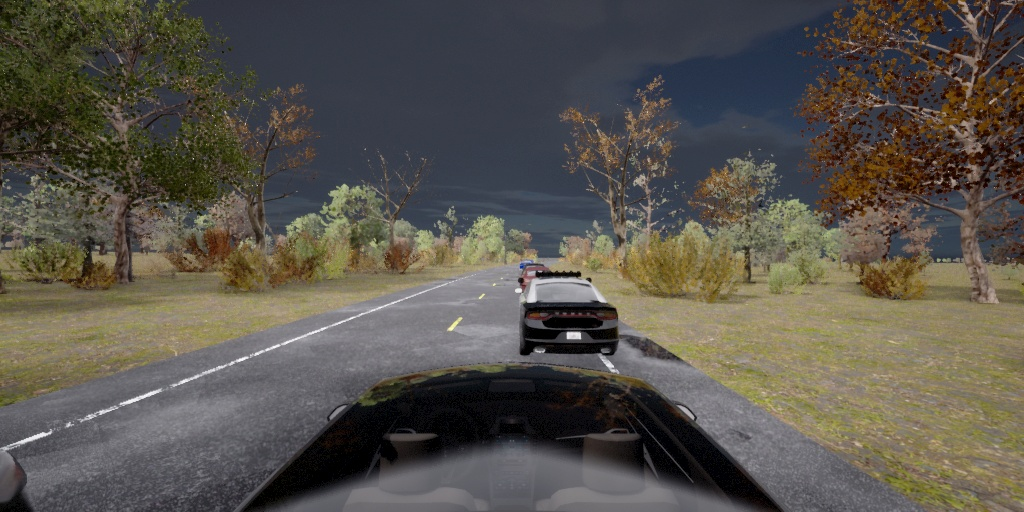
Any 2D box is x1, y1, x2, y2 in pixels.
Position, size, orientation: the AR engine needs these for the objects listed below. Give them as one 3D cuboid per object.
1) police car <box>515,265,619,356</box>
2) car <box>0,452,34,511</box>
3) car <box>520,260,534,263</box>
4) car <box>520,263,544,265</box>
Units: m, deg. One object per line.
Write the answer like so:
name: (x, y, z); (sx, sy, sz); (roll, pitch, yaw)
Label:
police car: (1.107, 1.176, 8.792); (1.930, 1.638, 5.238); (0, 0, 1)
car: (-3.461, 1.314, 0.102); (1.994, 1.385, 4.181); (0, 0, 0)
car: (1.532, 1.262, 24.605); (1.837, 1.490, 4.892); (0, 0, 2)
car: (1.325, 1.278, 18.635); (1.812, 1.442, 4.674); (0, 0, 2)
